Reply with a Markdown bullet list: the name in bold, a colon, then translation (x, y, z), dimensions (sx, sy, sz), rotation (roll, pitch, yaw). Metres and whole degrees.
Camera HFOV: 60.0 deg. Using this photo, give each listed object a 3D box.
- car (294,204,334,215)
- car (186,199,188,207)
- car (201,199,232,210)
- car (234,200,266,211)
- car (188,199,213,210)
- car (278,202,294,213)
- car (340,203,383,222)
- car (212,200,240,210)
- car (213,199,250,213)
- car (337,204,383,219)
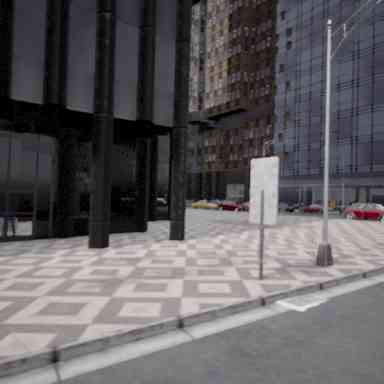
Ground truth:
- **car**: translation (15.098, 2.077, 40.473), dimensions (1.802, 1.307, 4.206), rotation (2, -1, -36)
- **car**: translation (-0.888, 2.059, 62.769), dimensions (2.008, 1.369, 4.403), rotation (3, -1, -36)
- **car**: translation (3.738, 1.899, 51.589), dimensions (2.128, 1.511, 4.902), rotation (3, -1, -36)
- **car**: translation (8.606, 2.027, 49.530), dimensions (1.752, 1.417, 4.829), rotation (2, -1, -36)
- **car**: translation (1.877, 1.723, 44.293), dimensions (1.752, 1.417, 4.829), rotation (2, -1, -36)
- **car**: translation (11.901, 2.064, 44.932), dimensions (1.947, 1.339, 4.313), rotation (2, -1, -36)
- **car**: translation (14.553, 1.625, 26.621), dimensions (1.967, 1.590, 4.097), rotation (3, -1, -37)
- **car**: translation (5.507, 2.055, 53.850), dimensions (2.008, 1.369, 4.403), rotation (2, -1, -36)
- **car**: translation (4.975, 1.739, 39.972), dimensions (1.887, 1.381, 4.507), rotation (2, -1, -36)
- **car**: translation (18.295, 2.058, 36.014), dimensions (1.947, 1.339, 4.313), rotation (2, -1, -36)
